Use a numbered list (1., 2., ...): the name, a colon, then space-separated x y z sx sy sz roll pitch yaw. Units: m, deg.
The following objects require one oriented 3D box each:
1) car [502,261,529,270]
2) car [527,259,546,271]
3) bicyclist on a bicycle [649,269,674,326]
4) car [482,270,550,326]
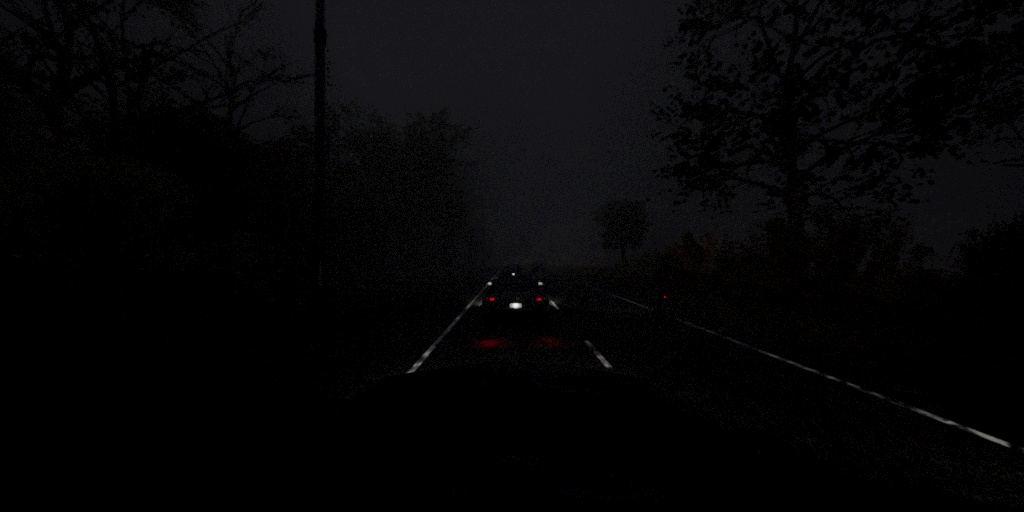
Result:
1. car: 0.111 1.354 29.394 1.994 1.385 4.181 0 0 0
2. car: 3.619 1.368 49.291 2.033 1.411 5.357 0 0 0
3. bicyclist on a bicycle: 4.470 1.216 10.761 0.582 1.620 1.656 0 0 0
4. car: 0.104 1.328 11.814 1.994 1.385 4.181 0 0 0
